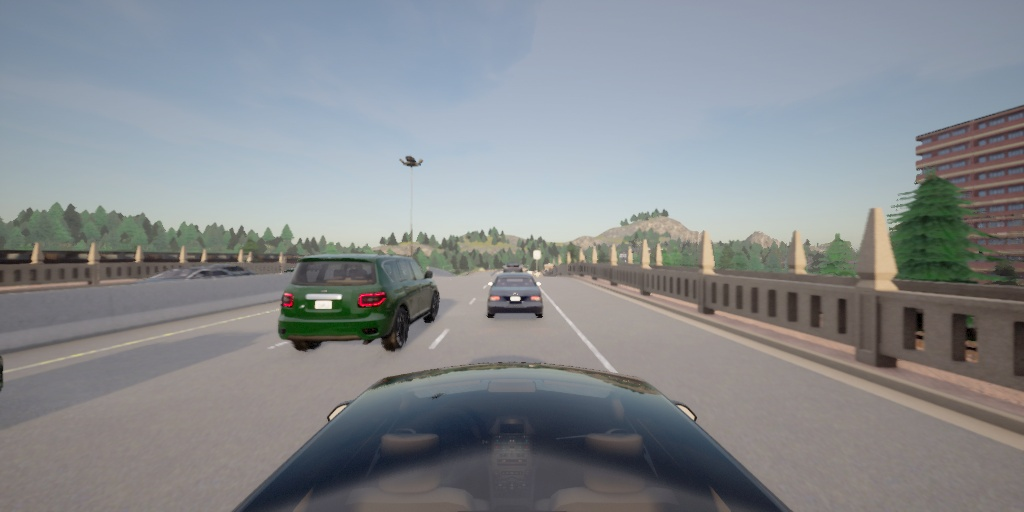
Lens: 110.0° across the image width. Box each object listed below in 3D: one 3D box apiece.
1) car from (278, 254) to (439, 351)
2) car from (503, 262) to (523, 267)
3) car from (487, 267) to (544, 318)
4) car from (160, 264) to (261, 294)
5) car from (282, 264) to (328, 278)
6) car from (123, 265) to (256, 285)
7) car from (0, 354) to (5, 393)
[{"bbox_3d":[-3.402,0.978,9.155,2.150,2.045,5.566,0,0,0],"label":"car"},{"bbox_3d":[0.092,1.362,34.979,2.128,1.511,4.902,0,-2,0],"label":"car"},{"bbox_3d":[0.097,1.308,13.051,2.033,1.411,5.357,0,0,0],"label":"car"},{"bbox_3d":[-17.555,1.273,21.300,1.837,1.490,4.892,0,-1,0],"label":"car"},{"bbox_3d":[-21.008,1.526,36.628,1.895,1.301,4.718,0,-2,0],"label":"car"},{"bbox_3d":[-14.071,1.254,15.622,2.128,1.511,4.902,0,0,0],"label":"car"},{"bbox_3d":[-6.899,0.971,1.619,2.150,2.045,5.566,0,0,0],"label":"car"}]
